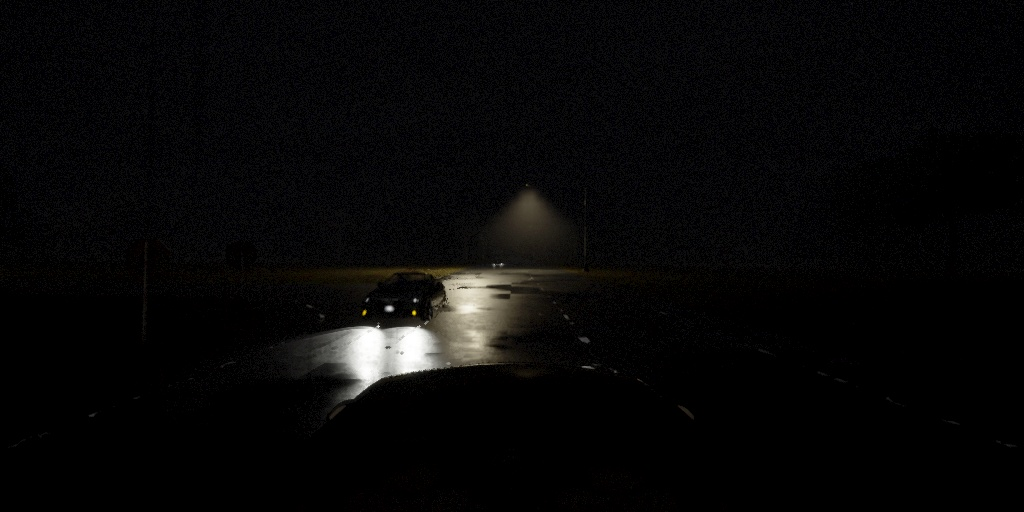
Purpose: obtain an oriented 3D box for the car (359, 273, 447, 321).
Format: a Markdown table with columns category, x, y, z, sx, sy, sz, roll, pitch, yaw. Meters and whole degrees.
| category | x | y | z | sx | sy | sz | roll | pitch | yaw |
| --- | --- | --- | --- | --- | --- | --- | --- | --- | --- |
| car | -3.468 | 1.266 | 12.132 | 1.994 | 1.385 | 4.181 | 0 | 1 | 0 |
